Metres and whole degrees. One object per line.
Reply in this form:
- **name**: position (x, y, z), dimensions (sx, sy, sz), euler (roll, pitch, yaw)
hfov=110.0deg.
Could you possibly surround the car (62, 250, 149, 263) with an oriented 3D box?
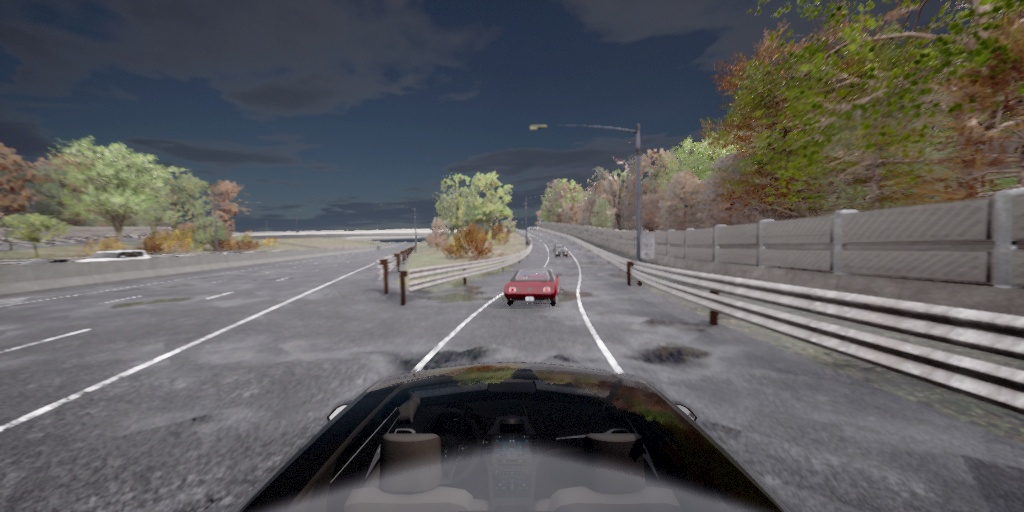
- **car**: position (-32.342, 0.551, 29.171), dimensions (2.150, 2.045, 5.566), euler (-2, 2, -14)

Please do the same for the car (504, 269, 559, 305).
- **car**: position (0.977, 1.167, 14.755), dimensions (1.895, 1.301, 4.718), euler (-1, 1, 9)

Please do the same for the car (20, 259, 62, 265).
- **car**: position (-35.415, 0.984, 27.127), dimensions (1.837, 1.490, 4.892), euler (-2, 2, -14)

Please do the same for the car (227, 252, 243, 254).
- **car**: position (-37.269, 0.237, 48.096), dimensions (1.837, 1.490, 4.892), euler (-2, 2, -15)

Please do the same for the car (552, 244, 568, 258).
- **car**: position (7.016, -0.511, 51.490), dimensions (1.895, 1.301, 4.718), euler (-1, 4, 6)
